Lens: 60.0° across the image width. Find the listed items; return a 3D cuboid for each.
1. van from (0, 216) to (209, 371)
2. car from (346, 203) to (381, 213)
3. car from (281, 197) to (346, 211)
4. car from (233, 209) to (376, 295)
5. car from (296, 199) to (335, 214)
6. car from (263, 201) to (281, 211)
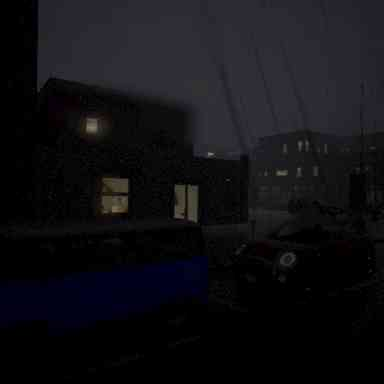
[{"bbox_3d":[-1.610,1.341,5.392,3.998,1.788,1.690,0,1,-35],"label":"van"},{"bbox_3d":[18.341,1.813,36.504,1.947,1.339,4.313,0,-1,-35],"label":"car"},{"bbox_3d":[11.458,1.430,31.728,2.192,1.841,5.009,0,-1,-35],"label":"car"},{"bbox_3d":[2.984,1.441,8.671,4.097,1.590,1.967,0,1,-35],"label":"car"},{"bbox_3d":[15.178,1.740,41.063,1.967,1.590,4.097,0,-1,-35],"label":"car"},{"bbox_3d":[11.916,1.880,45.759,1.752,1.417,4.829,0,-1,-35],"label":"car"}]
